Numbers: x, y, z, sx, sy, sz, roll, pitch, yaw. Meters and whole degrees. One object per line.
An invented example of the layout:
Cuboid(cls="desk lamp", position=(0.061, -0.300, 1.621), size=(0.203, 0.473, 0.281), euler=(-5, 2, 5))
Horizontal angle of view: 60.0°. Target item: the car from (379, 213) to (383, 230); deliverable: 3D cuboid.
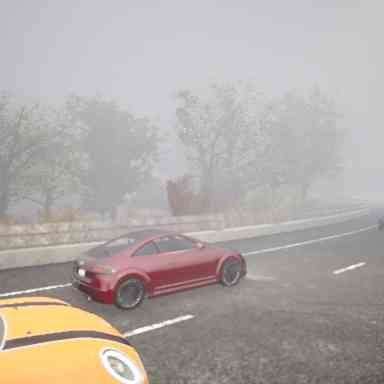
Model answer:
Cuboid(cls="car", position=(13.072, 1.613, 20.775), size=(1.812, 1.442, 4.674), euler=(0, 0, 42))

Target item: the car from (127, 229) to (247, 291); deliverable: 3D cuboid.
Cuboid(cls="car", position=(-0.647, 1.596, 7.933), size=(4.181, 1.385, 1.994), euler=(0, 0, -38))

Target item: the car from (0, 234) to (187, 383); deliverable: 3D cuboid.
Cuboid(cls="car", position=(-2.527, 1.362, 2.143), size=(4.553, 1.767, 2.097), euler=(0, 0, -35))
